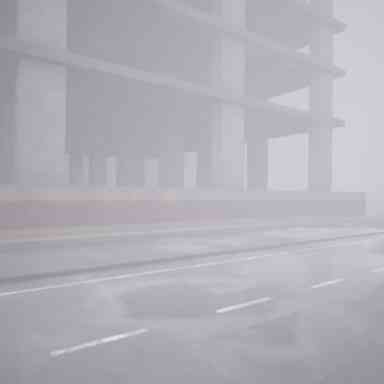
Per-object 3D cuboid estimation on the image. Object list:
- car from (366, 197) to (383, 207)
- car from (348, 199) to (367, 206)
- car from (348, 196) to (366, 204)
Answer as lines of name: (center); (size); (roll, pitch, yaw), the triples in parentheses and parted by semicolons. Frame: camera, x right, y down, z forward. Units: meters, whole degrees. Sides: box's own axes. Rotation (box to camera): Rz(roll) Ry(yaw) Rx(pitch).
car: (34.950, 2.108, 64.452); (3.806, 1.475, 1.970); (1, 0, -35)
car: (33.279, 2.077, 66.816); (3.905, 1.438, 1.784); (1, 0, -35)
car: (40.775, 2.029, 82.210); (4.605, 1.855, 1.932); (1, 0, -35)
